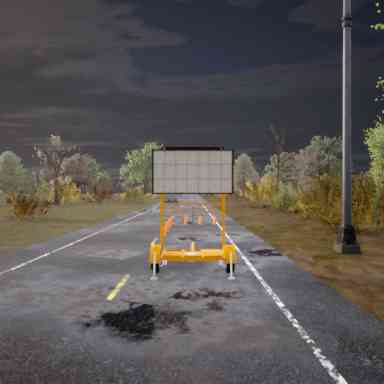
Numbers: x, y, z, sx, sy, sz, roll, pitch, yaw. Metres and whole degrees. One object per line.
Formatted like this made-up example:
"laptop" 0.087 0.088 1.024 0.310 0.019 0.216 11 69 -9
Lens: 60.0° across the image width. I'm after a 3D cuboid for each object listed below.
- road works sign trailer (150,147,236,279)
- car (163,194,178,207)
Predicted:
"road works sign trailer" 0.024 0.463 9.977 2.380 3.560 2.880 0 0 0
"car" -3.380 1.177 51.954 2.150 2.045 5.566 0 0 0
